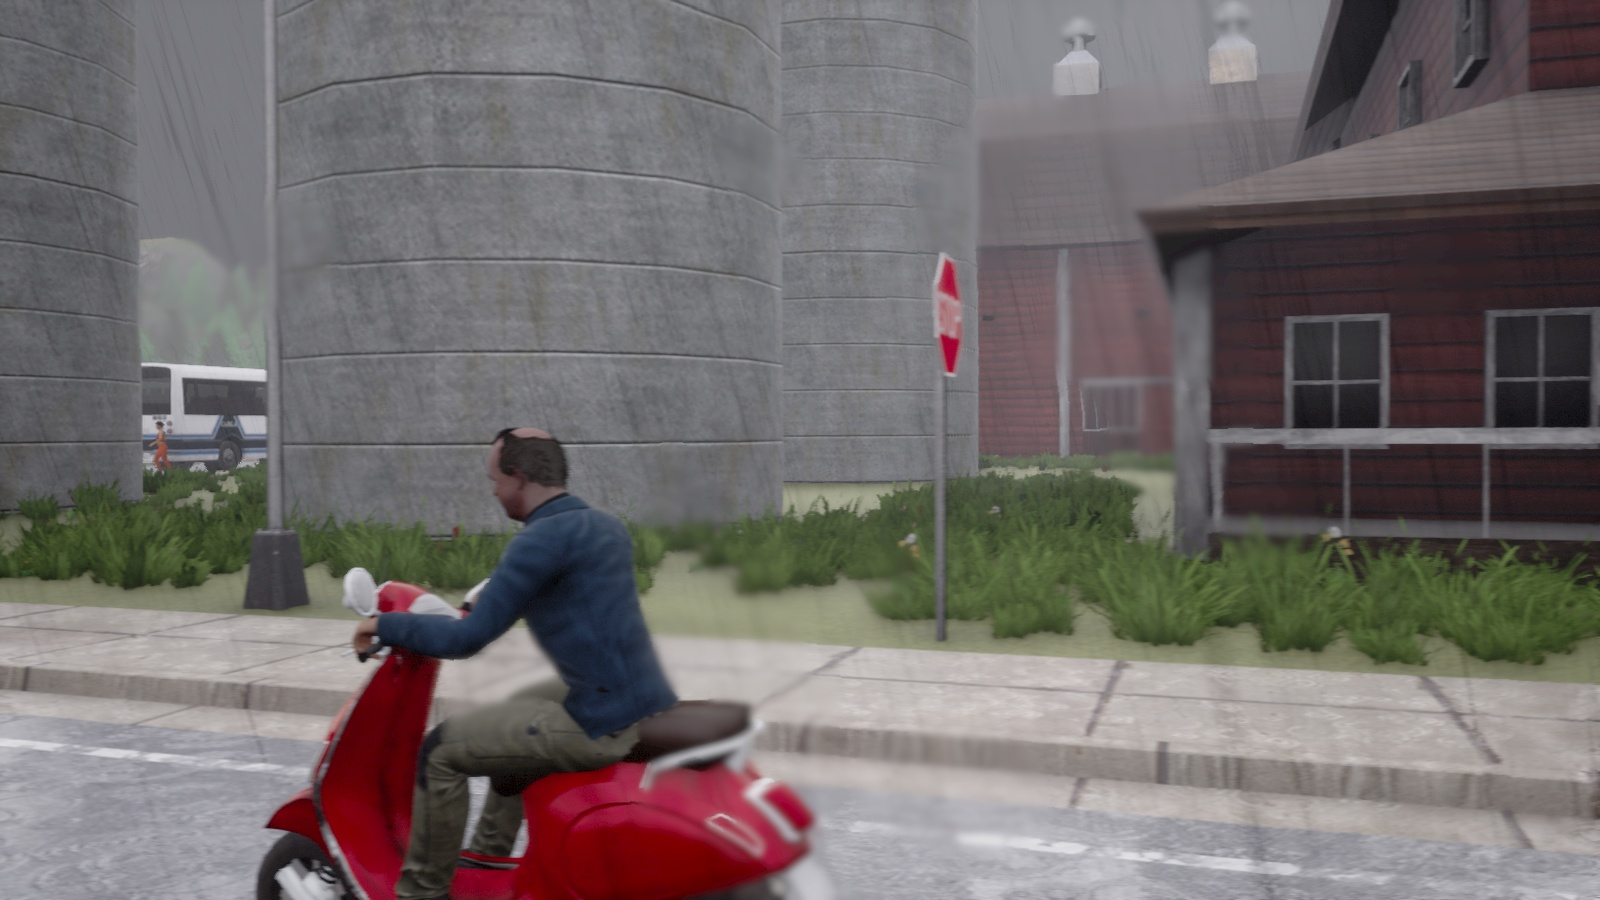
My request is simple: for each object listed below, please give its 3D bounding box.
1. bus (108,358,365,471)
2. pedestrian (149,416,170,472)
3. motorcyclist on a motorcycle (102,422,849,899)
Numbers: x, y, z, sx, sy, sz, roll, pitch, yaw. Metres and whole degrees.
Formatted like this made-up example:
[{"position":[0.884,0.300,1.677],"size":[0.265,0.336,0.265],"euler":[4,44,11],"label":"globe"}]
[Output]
[{"position":[-23.119,-1.409,52.493],"size":[3.944,4.253,10.273],"euler":[0,1,18],"label":"bus"},{"position":[-21.225,-0.207,41.605],"size":[0.594,1.836,0.345],"euler":[0,1,-28],"label":"pedestrian"},{"position":[-0.860,0.726,3.482],"size":[1.817,1.590,0.866],"euler":[0,1,19],"label":"motorcyclist on a motorcycle"}]
